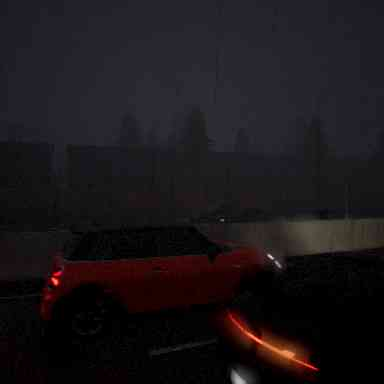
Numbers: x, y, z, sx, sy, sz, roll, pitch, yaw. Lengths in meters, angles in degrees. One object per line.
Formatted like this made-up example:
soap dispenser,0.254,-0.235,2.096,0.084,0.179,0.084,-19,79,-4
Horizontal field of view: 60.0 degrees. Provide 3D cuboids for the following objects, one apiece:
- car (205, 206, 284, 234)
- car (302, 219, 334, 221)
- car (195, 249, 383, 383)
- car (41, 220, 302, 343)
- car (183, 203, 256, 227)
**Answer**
car,3.060,1.564,19.479,4.181,1.385,1.994,0,0,-22
car,6.172,1.601,16.972,4.718,1.301,1.895,0,0,-22
car,2.674,1.504,3.972,4.892,1.490,1.837,0,0,-22
car,-0.434,1.353,6.478,4.553,1.767,2.097,0,0,-23
car,1.886,1.525,22.780,4.674,1.442,1.812,0,0,-22
